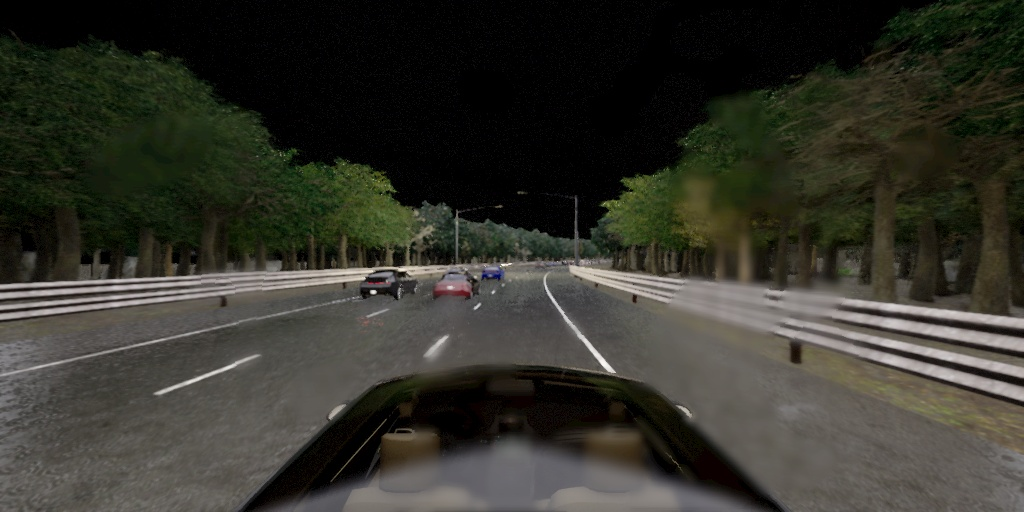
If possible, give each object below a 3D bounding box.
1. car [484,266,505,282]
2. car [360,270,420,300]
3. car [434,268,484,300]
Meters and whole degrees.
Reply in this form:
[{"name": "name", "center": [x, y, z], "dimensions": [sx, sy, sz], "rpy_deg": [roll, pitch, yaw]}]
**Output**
[{"name": "car", "center": [-1.861, 1.743, 36.423], "dimensions": [1.882, 1.535, 5.008], "rpy_deg": [0, -1, 5]}, {"name": "car", "center": [-6.471, 1.498, 19.437], "dimensions": [1.837, 1.490, 4.892], "rpy_deg": [0, -1, 2]}, {"name": "car", "center": [-2.946, 1.571, 19.929], "dimensions": [1.994, 1.385, 4.181], "rpy_deg": [0, -1, 3]}]
